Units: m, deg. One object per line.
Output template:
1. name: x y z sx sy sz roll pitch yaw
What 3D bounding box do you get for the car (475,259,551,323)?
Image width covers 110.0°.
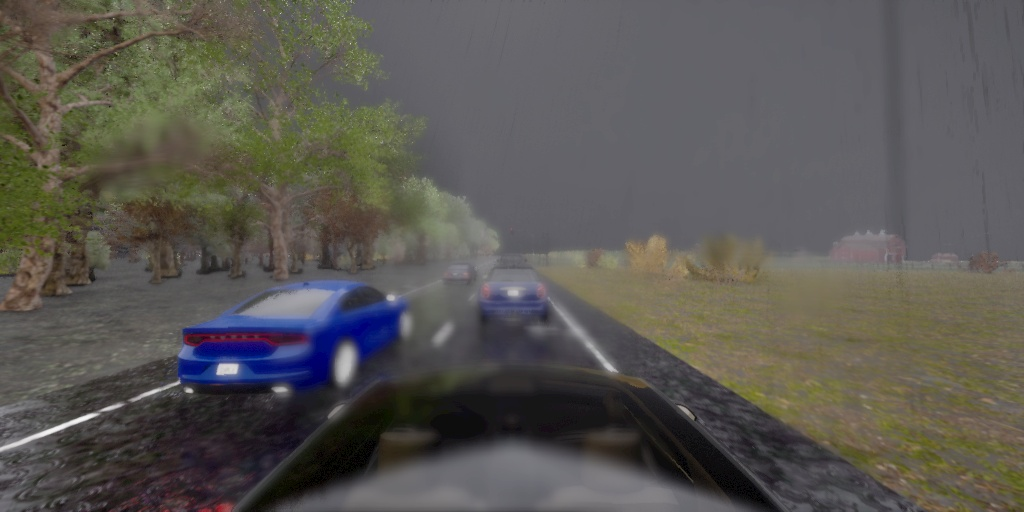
1. car: 0.090 1.088 12.238 2.097 1.767 4.553 0 0 0

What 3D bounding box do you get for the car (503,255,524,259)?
1. car: 0.104 0.931 29.437 2.150 2.045 5.566 0 0 0

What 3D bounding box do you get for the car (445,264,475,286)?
1. car: -3.408 1.264 25.143 2.033 1.411 5.357 0 0 0

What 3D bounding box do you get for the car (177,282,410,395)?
1. car: -3.431 1.221 6.835 1.882 1.535 5.008 0 0 0
